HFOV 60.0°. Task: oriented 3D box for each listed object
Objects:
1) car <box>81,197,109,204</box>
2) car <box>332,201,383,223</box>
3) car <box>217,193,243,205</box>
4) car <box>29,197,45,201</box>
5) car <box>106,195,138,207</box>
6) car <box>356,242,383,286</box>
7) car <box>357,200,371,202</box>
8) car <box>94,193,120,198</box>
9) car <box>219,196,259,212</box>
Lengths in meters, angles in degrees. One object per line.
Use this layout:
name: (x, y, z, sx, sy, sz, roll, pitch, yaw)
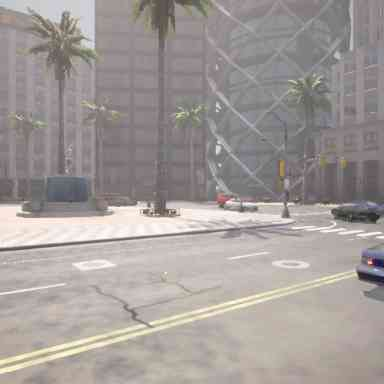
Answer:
car: (-18.220, 1.601, 62.516, 4.718, 1.301, 1.895, 0, 0, 1)
car: (12.337, 1.601, 25.270, 1.895, 1.301, 4.718, 0, 0, 4)
car: (5.910, 1.220, 45.136, 2.150, 2.045, 5.566, 0, 0, -44)
car: (-27.984, 1.564, 61.633, 4.181, 1.385, 1.994, 0, 0, -10)
car: (-10.409, 1.564, 50.920, 4.181, 1.385, 1.994, 0, 0, 13)
car: (6.197, 1.547, 8.193, 5.357, 1.411, 2.033, 0, 0, -35)
car: (16.357, 1.526, 31.403, 1.812, 1.442, 4.674, 0, 0, -36)
car: (-12.798, 1.222, 55.043, 5.566, 2.045, 2.150, 0, 0, 8)
car: (5.854, 1.526, 39.791, 1.812, 1.442, 4.674, 0, 0, -39)
